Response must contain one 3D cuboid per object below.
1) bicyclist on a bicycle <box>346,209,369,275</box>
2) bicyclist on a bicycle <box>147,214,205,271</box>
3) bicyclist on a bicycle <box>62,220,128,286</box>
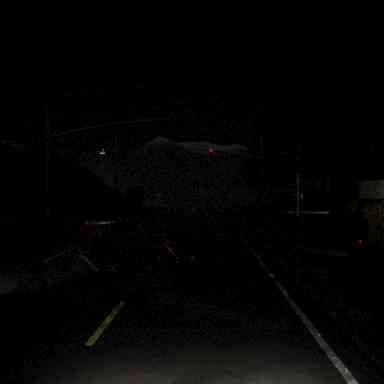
[{"bbox_3d":[4.462,1.302,8.932,0.582,1.620,1.656,0,-1,19],"label":"bicyclist on a bicycle"},{"bbox_3d":[-0.471,1.450,9.484,1.656,1.620,0.582,-1,0,5],"label":"bicyclist on a bicycle"},{"bbox_3d":[-2.428,1.492,8.165,1.656,1.620,0.582,-5,4,0],"label":"bicyclist on a bicycle"}]
